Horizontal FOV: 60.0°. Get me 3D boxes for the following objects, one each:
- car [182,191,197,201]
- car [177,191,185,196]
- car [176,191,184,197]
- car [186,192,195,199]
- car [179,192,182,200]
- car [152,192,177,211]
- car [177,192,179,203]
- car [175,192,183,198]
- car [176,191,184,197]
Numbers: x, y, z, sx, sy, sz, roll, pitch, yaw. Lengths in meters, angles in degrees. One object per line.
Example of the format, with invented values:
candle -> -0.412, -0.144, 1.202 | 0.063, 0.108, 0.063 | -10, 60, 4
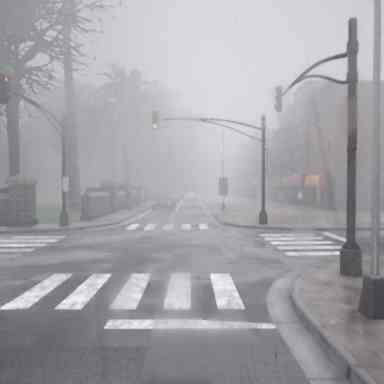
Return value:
car -> -0.279, 0.810, 56.961 | 1.812, 1.442, 4.674 | 0, 1, 0
car -> -3.111, 0.507, 94.996 | 1.947, 1.339, 4.313 | -1, 0, 0
car -> -3.082, 0.537, 89.307 | 2.008, 1.369, 4.403 | -1, 0, 0
car -> -0.328, 0.711, 66.964 | 1.812, 1.442, 4.674 | 0, 1, 0
car -> -2.885, 0.945, 49.489 | 1.802, 1.307, 4.206 | 0, 1, 0
car -> -2.800, 0.999, 32.423 | 1.967, 1.590, 4.097 | 0, 1, 0
car -> -2.828, 0.931, 38.110 | 1.967, 1.590, 4.097 | 0, 1, 0
car -> -3.026, 0.628, 77.930 | 1.887, 1.381, 4.507 | 0, 1, 0
car -> -3.054, 0.579, 83.618 | 1.887, 1.381, 4.507 | 0, 0, 0
